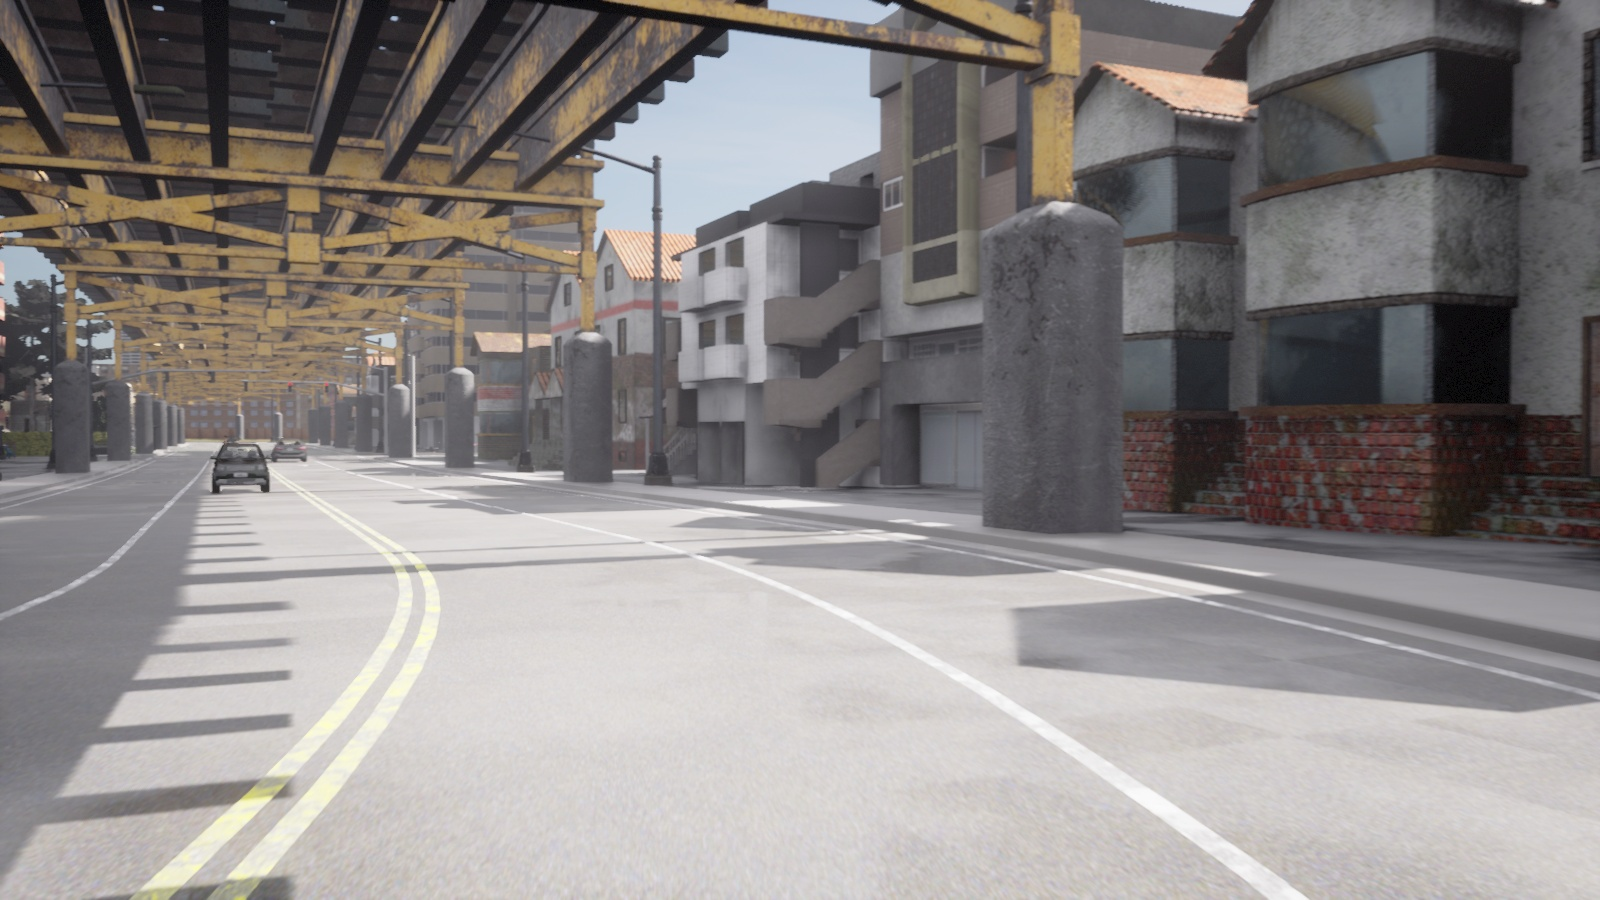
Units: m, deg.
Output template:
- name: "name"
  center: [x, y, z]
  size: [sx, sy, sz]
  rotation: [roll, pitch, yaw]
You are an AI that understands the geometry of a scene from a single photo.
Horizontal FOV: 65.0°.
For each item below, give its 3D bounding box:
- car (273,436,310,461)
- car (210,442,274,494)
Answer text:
- name: "car"
  center: [-35.884, -0.141, 88.516]
  size: [2.242, 1.667, 4.611]
  rotation: [0, 1, -24]
- name: "car"
  center: [-17.841, 0.541, 40.147]
  size: [1.789, 1.549, 3.705]
  rotation: [0, 0, -24]
